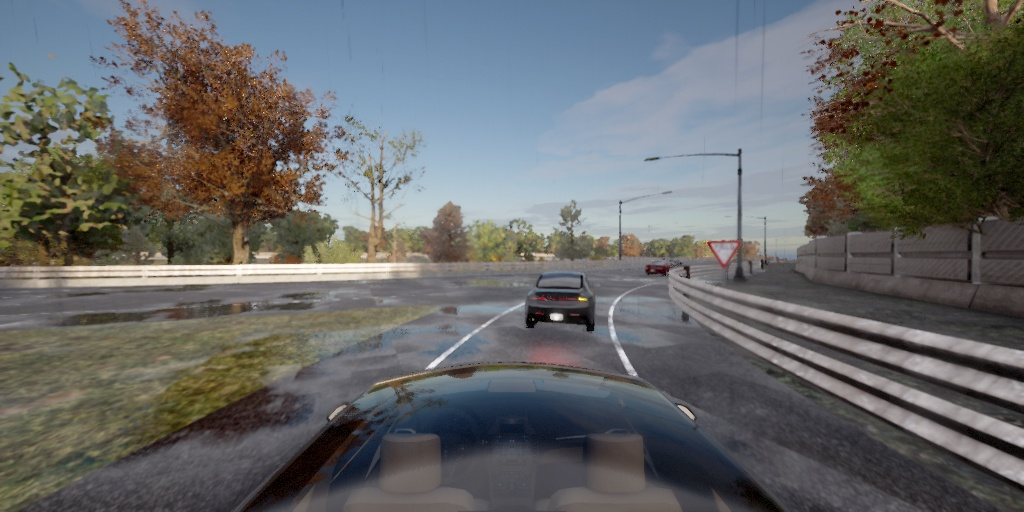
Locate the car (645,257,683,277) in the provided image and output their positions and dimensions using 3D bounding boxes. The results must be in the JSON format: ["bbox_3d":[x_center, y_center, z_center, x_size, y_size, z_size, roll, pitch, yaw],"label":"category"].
[{"bbox_3d":[14.576,1.147,34.239,5.008,1.535,1.882,0,0,-43],"label":"car"}]

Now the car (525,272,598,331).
[{"bbox_3d":[1.625,1.227,11.048,1.837,1.490,4.892,0,0,13],"label":"car"}]
